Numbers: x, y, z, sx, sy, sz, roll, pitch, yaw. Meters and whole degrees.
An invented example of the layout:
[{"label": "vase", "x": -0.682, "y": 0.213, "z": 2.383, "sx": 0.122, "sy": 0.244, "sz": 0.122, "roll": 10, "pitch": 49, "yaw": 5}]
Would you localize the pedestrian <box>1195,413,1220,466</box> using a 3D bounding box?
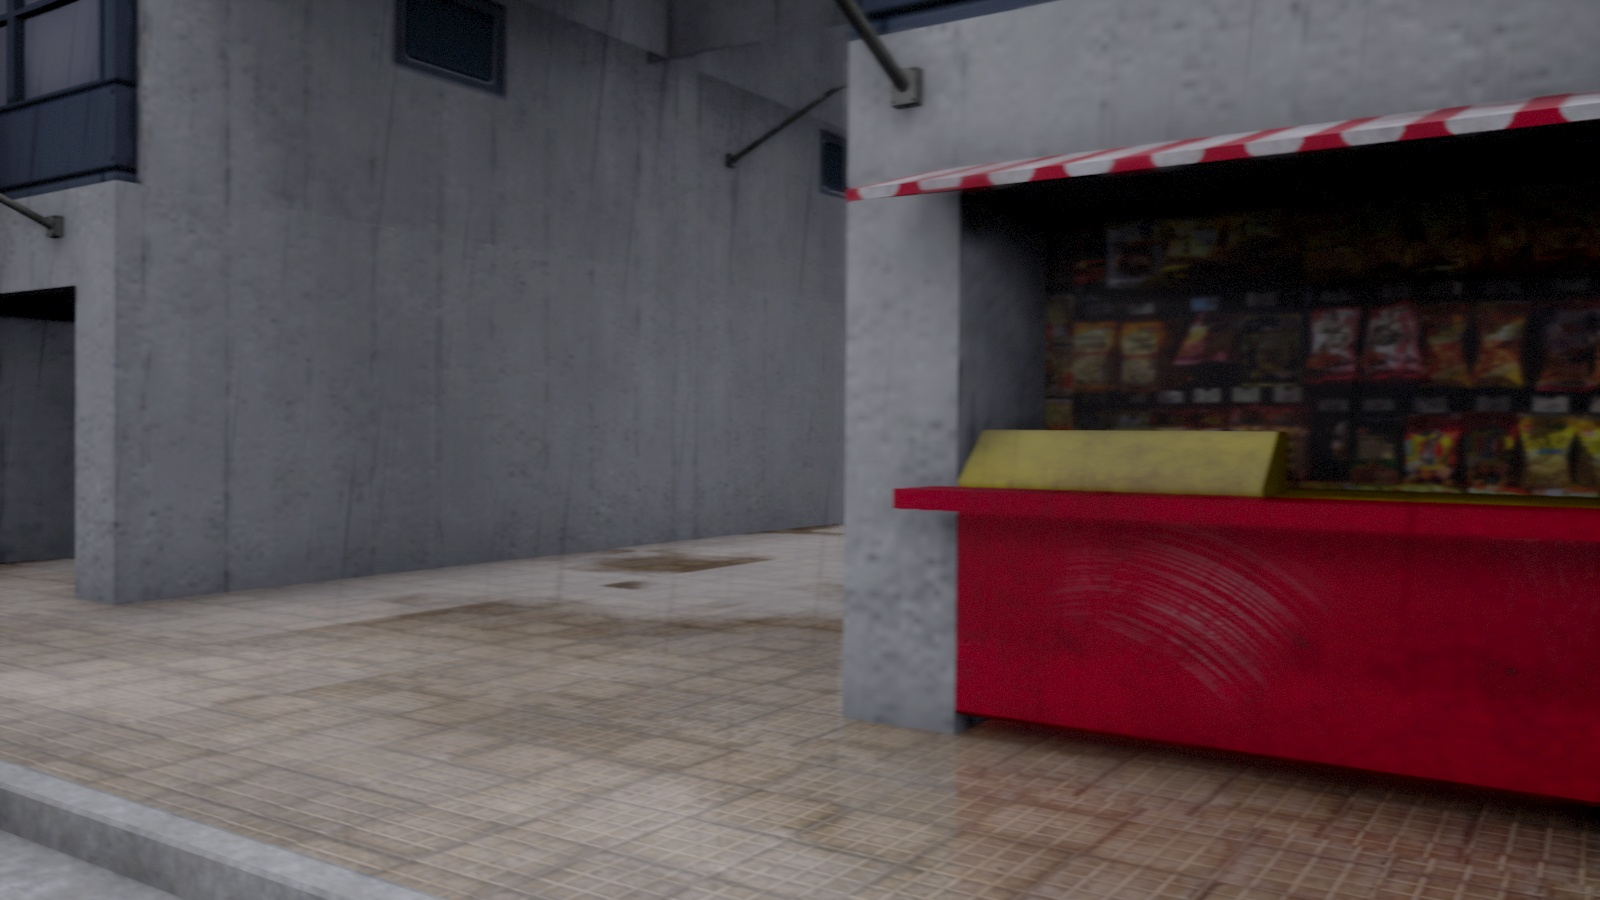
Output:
[{"label": "pedestrian", "x": 15.288, "y": -0.390, "z": 47.129, "sx": 0.788, "sy": 1.949, "sz": 0.423, "roll": 0, "pitch": 1, "yaw": 33}]
